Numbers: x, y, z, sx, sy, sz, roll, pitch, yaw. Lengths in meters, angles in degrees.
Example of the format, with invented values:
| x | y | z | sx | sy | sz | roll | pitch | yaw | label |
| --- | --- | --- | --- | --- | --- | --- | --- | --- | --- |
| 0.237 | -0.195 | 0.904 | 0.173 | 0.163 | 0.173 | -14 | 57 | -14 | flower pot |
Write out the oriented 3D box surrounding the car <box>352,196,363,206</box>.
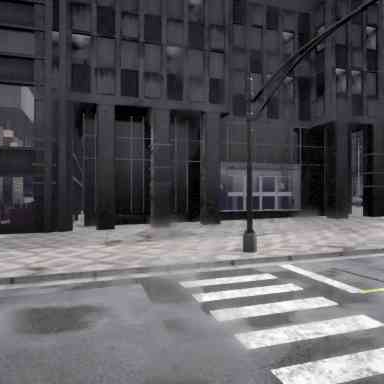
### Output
| x | y | z | sx | sy | sz | roll | pitch | yaw | label |
| --- | --- | --- | --- | --- | --- | --- | --- | --- | --- |
| 22.782 | 1.310 | 48.458 | 1.994 | 1.385 | 4.181 | 0 | -1 | -16 | car |
